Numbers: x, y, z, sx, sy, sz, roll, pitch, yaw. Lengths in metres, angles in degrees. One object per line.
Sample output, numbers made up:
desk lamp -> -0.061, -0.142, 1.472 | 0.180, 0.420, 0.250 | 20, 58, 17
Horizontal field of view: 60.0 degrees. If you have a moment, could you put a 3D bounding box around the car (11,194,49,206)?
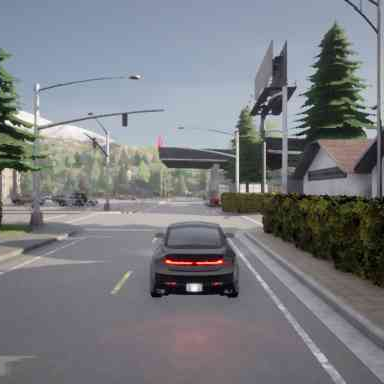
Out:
car -> -24.646, 1.097, 50.192 | 4.605, 1.855, 1.932 | 0, 0, 0

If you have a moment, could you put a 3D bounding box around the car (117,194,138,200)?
car -> -16.411, 1.330, 84.534 | 5.027, 1.636, 2.152 | 0, 0, 0

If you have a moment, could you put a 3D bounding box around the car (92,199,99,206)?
car -> -16.167, 1.361, 50.278 | 3.806, 1.475, 1.970 | 0, 0, 0

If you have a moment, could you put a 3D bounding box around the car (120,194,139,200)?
car -> -16.481, 1.339, 87.671 | 4.514, 1.523, 2.007 | 0, 0, 0

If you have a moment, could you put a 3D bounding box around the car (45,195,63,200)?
car -> -35.077, 1.384, 84.577 | 3.806, 1.475, 1.970 | 0, 0, 0

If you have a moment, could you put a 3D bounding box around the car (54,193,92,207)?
car -> -16.760, 1.077, 46.950 | 3.866, 1.878, 1.905 | 0, 0, 0

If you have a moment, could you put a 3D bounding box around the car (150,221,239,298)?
car -> 0.061, 1.505, 8.527 | 1.837, 1.490, 4.892 | 0, 0, 0

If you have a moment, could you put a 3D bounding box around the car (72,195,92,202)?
car -> -24.018, 1.319, 72.646 | 3.633, 1.501, 1.845 | 0, 0, 0

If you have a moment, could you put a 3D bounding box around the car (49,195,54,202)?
car -> -24.005, 1.298, 62.653 | 4.514, 1.523, 2.007 | 0, 0, 0
